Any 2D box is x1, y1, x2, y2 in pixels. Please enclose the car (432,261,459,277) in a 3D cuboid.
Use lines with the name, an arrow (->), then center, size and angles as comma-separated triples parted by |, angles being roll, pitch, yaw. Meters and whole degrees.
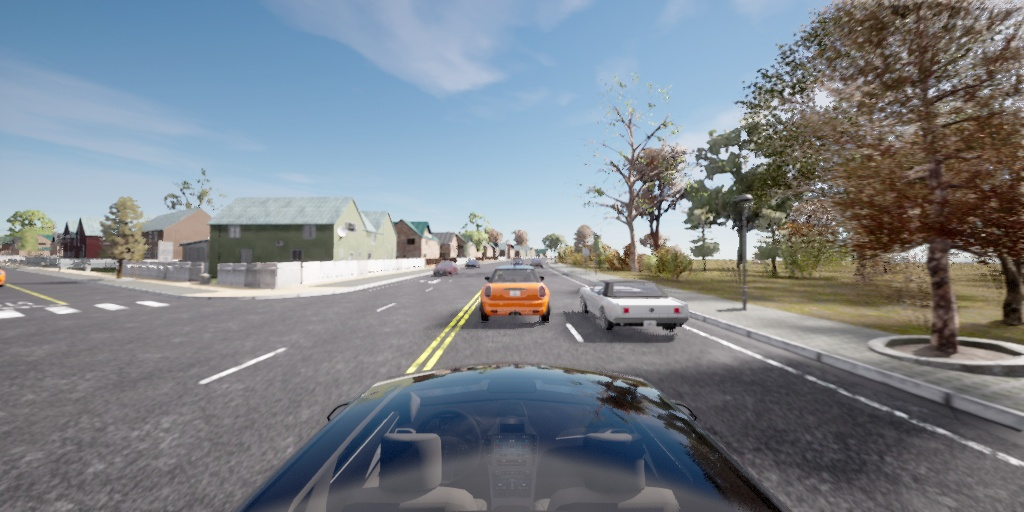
car -> -6.465, 1.239, 35.305 | 1.812, 1.442, 4.674 | 0, 0, 1

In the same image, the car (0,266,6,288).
car -> -31.437, 0.964, 20.831 | 4.553, 1.767, 2.097 | 0, -1, 31

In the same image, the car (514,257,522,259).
car -> 0.794, 1.274, 57.410 | 1.895, 1.301, 4.718 | 0, 0, 3

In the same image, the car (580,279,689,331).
car -> 3.342, 1.342, 10.871 | 1.895, 1.301, 4.718 | 0, 0, 0

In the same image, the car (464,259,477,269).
car -> -5.920, 1.231, 54.659 | 2.033, 1.411, 5.357 | 0, 0, 3

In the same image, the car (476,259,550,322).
car -> 0.093, 1.091, 12.431 | 2.097, 1.767, 4.553 | 0, 0, 0
